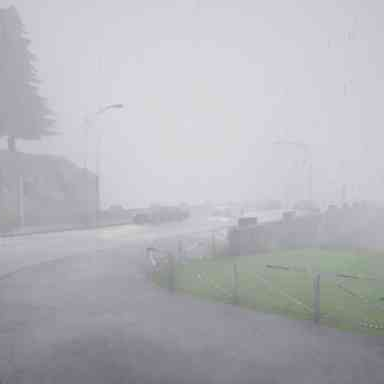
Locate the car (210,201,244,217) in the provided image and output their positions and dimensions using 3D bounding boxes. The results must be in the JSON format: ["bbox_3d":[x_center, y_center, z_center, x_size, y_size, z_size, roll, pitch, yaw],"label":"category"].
[{"bbox_3d":[3.669,1.681,33.536,1.812,1.442,4.674,-1,0,35],"label":"car"}]

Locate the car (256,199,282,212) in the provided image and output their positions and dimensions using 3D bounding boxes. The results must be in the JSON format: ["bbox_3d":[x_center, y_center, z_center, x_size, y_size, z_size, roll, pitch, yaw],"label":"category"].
[{"bbox_3d":[9.732,1.647,42.008,2.128,1.511,4.902,-1,0,36],"label":"car"}]

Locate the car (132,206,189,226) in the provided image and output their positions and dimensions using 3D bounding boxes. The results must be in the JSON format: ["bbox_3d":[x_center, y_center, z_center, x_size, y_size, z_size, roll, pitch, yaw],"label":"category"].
[{"bbox_3d":[-2.302,1.756,25.177,1.895,1.301,4.718,-1,0,36],"label":"car"}]

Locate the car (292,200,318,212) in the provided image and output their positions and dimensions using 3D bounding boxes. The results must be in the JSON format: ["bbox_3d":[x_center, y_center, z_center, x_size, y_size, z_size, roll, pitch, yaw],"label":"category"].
[{"bbox_3d":[13.865,1.663,40.602,2.033,1.411,5.357,-1,0,35],"label":"car"}]
